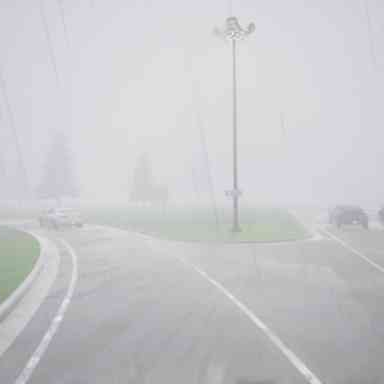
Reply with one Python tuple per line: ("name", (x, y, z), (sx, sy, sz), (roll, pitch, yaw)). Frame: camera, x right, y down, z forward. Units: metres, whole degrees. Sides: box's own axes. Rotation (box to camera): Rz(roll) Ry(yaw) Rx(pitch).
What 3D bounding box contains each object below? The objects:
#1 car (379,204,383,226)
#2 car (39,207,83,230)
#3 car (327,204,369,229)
("car", (13.767, 1.286, 21.116), (2.150, 2.045, 5.566), (-1, 0, 13))
("car", (-9.209, 1.796, 23.307), (1.812, 1.442, 4.674), (0, -1, -41))
("car", (10.560, 1.609, 22.747), (1.837, 1.490, 4.892), (-1, 0, 13))
